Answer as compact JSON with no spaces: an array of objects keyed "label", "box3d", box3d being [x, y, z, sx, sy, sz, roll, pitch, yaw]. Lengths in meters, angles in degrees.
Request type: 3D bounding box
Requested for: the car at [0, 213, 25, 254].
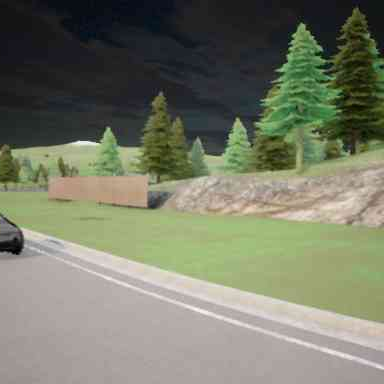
[{"label":"car","box3d":[-7.253,1.265,11.162,4.181,1.385,1.994,2,1,45]}]
